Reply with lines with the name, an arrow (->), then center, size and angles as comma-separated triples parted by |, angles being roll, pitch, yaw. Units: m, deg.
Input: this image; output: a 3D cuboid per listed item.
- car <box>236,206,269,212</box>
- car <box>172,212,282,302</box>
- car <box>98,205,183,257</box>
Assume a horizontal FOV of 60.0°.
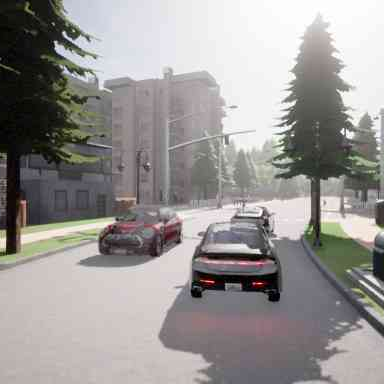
car -> 3.242, 1.491, 17.473 | 2.128, 1.511, 4.902 | 0, 0, 18
car -> 1.111, 1.492, 8.367 | 2.128, 1.511, 4.902 | 0, 0, 9
car -> -1.796, 1.352, 12.994 | 2.097, 1.767, 4.553 | 0, 0, 13
